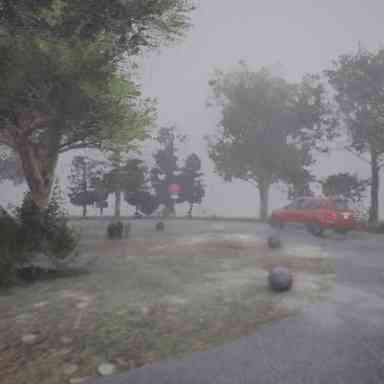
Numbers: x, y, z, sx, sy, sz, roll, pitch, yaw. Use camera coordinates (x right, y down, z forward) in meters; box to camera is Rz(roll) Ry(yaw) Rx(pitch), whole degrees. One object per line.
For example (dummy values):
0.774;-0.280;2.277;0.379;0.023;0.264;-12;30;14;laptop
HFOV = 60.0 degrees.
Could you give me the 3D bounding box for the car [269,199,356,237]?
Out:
7.032;1.436;20.016;2.150;2.045;5.566;1;-1;-24;car
